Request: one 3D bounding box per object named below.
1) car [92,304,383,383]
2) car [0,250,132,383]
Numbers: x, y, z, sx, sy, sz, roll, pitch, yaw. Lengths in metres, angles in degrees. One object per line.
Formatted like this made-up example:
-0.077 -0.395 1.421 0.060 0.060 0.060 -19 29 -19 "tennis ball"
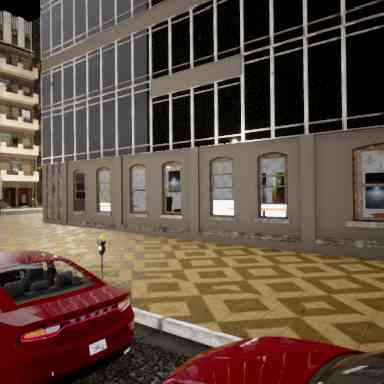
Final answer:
1.738 1.545 1.645 4.507 1.381 1.887 0 -1 36 "car"
-2.832 1.546 4.912 4.507 1.381 1.887 0 -1 36 "car"
